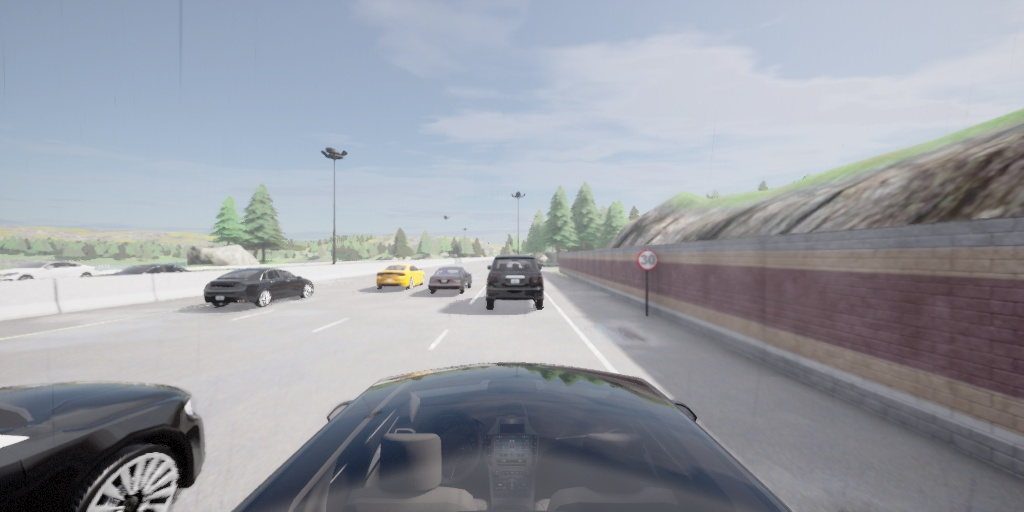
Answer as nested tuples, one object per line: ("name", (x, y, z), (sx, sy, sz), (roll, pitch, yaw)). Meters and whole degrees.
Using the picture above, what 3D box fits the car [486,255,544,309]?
("car", (0.107, 0.973, 15.131), (2.150, 2.045, 5.566), (0, 0, 0))

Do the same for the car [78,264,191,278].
("car", (-20.998, 1.255, 20.677), (1.837, 1.490, 4.892), (0, 0, 0))

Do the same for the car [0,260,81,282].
("car", (-27.988, 0.986, 21.559), (1.812, 1.442, 4.674), (0, 0, 0))

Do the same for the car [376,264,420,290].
("car", (-6.888, 1.229, 22.627), (1.882, 1.535, 5.008), (0, 0, 0))

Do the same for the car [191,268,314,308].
("car", (-10.391, 1.254, 15.180), (1.837, 1.490, 4.892), (0, 0, 0))

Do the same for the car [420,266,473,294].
("car", (-3.389, 1.299, 20.402), (2.033, 1.411, 5.357), (0, 0, 0))

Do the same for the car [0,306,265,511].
("car", (-3.382, 1.240, 0.882), (2.128, 1.511, 4.902), (0, 0, 0))
